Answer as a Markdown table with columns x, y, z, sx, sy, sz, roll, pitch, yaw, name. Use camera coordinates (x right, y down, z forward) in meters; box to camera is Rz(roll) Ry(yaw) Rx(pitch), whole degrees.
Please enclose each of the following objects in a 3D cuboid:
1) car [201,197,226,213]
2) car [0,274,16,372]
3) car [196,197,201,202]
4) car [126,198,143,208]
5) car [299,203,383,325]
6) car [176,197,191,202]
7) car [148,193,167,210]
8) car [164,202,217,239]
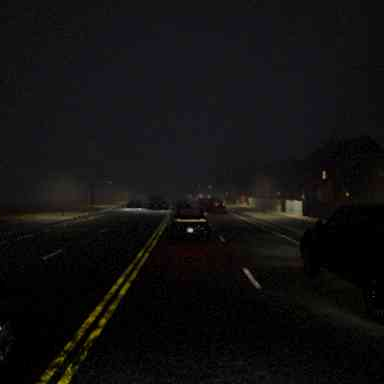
| x | y | z | sx | sy | sz | roll | pitch | yaw | name |
| --- | --- | --- | --- | --- | --- | --- | --- | --- | --- |
| 2.479 | 1.368 | 36.576 | 2.097 | 1.767 | 4.553 | 0 | 0 | -2 | car |
| -3.373 | 1.345 | 2.496 | 2.097 | 1.767 | 4.553 | 0 | 0 | 0 | car |
| 1.741 | 1.497 | 50.277 | 1.882 | 1.535 | 5.008 | 0 | 0 | -3 | car |
| -7.918 | 1.572 | 46.402 | 1.994 | 1.385 | 4.181 | 0 | 0 | -3 | car |
| 4.183 | 1.234 | 7.242 | 2.150 | 2.045 | 5.566 | 0 | 0 | -1 | car |
| -1.203 | 1.492 | 45.916 | 1.882 | 1.535 | 5.008 | 0 | 0 | -3 | car |
| -4.518 | 1.228 | 43.560 | 2.150 | 2.045 | 5.566 | 0 | 0 | -3 | car |
| -0.125 | 1.494 | 17.302 | 2.128 | 1.511 | 4.902 | 0 | 0 | -1 | car |
